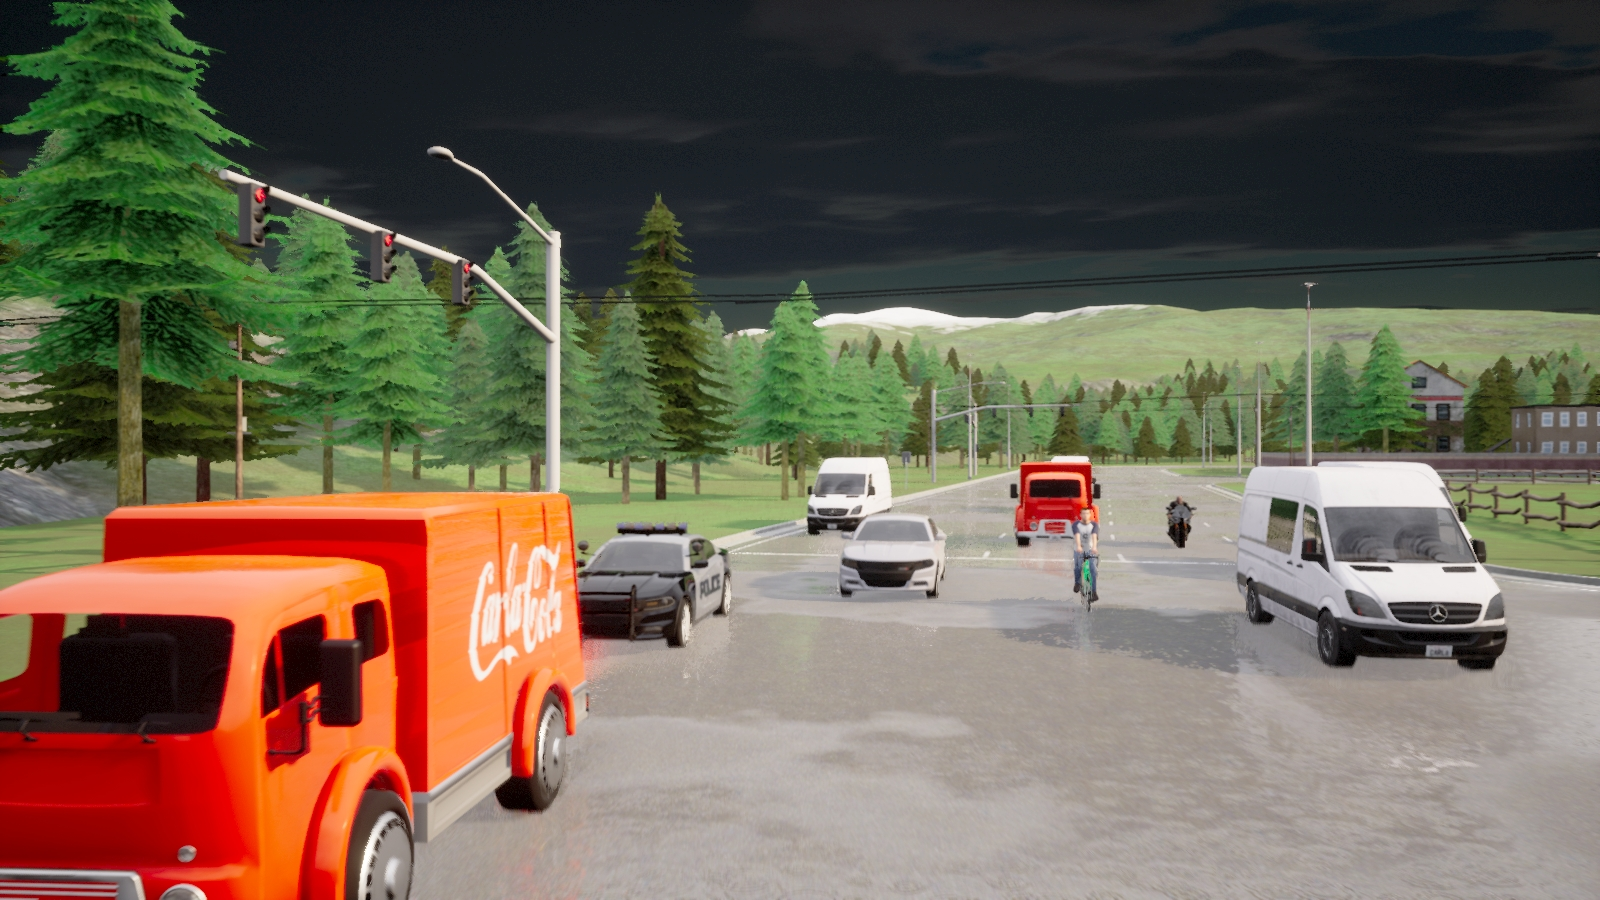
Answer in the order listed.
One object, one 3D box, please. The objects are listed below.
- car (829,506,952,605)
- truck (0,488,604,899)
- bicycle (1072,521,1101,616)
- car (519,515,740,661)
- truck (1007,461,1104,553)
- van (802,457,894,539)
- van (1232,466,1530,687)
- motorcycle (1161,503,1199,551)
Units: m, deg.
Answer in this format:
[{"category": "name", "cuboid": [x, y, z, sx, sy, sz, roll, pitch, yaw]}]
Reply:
[{"category": "car", "cuboid": [1.975, 2.050, 23.375, 2.097, 1.535, 5.006, 0, 0, 9]}, {"category": "truck", "cuboid": [-3.243, 1.574, 7.798, 2.627, 2.467, 5.204, 0, 0, 4]}, {"category": "bicycle", "cuboid": [5.084, 2.071, 20.304, 0.373, 1.496, 1.643, 0, 0, 9]}, {"category": "car", "cuboid": [-2.442, 1.994, 17.978, 2.097, 1.638, 5.238, 0, 0, 7]}, {"category": "truck", "cuboid": [7.692, 1.587, 34.296, 2.627, 2.467, 5.204, 0, 0, 13]}, {"category": "van", "cuboid": [1.759, 1.559, 39.383, 1.988, 2.561, 5.915, 0, 0, 14]}, {"category": "van", "cuboid": [8.081, 1.547, 16.667, 1.988, 2.561, 5.915, 0, 0, 7]}, {"category": "motorcycle", "cuboid": [11.096, 2.229, 33.439, 0.867, 1.251, 2.209, 0, 0, 13]}]
